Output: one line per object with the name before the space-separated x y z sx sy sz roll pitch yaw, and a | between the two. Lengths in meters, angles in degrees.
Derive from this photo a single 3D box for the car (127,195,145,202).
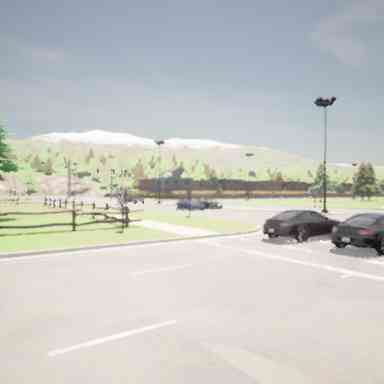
car | -9.369 1.209 54.329 1.837 1.490 4.892 0 0 -35

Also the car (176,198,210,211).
car | -0.292 1.579 41.261 1.812 1.442 4.674 0 0 -35

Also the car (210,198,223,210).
car | 2.097 1.552 43.930 2.128 1.511 4.902 0 0 -35

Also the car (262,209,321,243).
car | 5.443 1.556 16.238 4.674 1.442 1.812 0 0 -35

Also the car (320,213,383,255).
car | 7.444 1.556 13.366 4.674 1.442 1.812 0 0 -35
